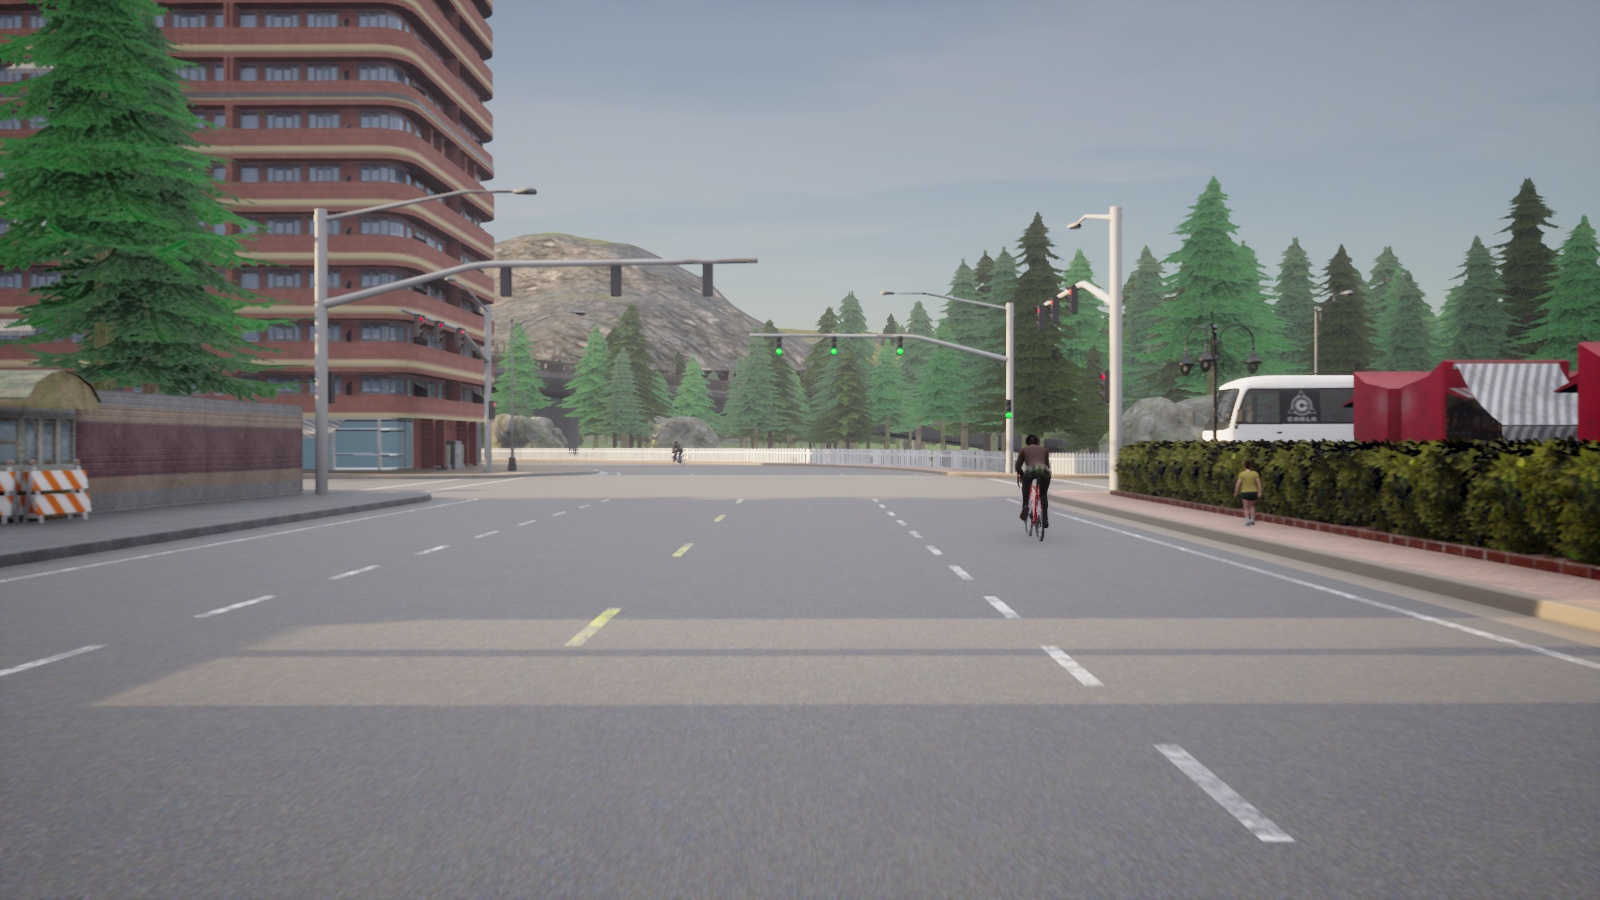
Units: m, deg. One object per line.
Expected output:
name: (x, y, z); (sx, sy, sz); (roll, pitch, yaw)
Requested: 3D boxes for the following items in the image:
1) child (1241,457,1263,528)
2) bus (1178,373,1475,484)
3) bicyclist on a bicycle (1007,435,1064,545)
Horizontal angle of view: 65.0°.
child: (7.228, 0.673, 20.089); (0.255, 1.110, 0.394); (0, 0, 8)
bus: (20.939, -0.842, 50.530); (10.273, 4.253, 3.944); (0, 0, 1)
bicyclist on a bicycle: (3.626, 0.593, 19.451); (0.582, 1.620, 1.656); (0, 0, 0)
